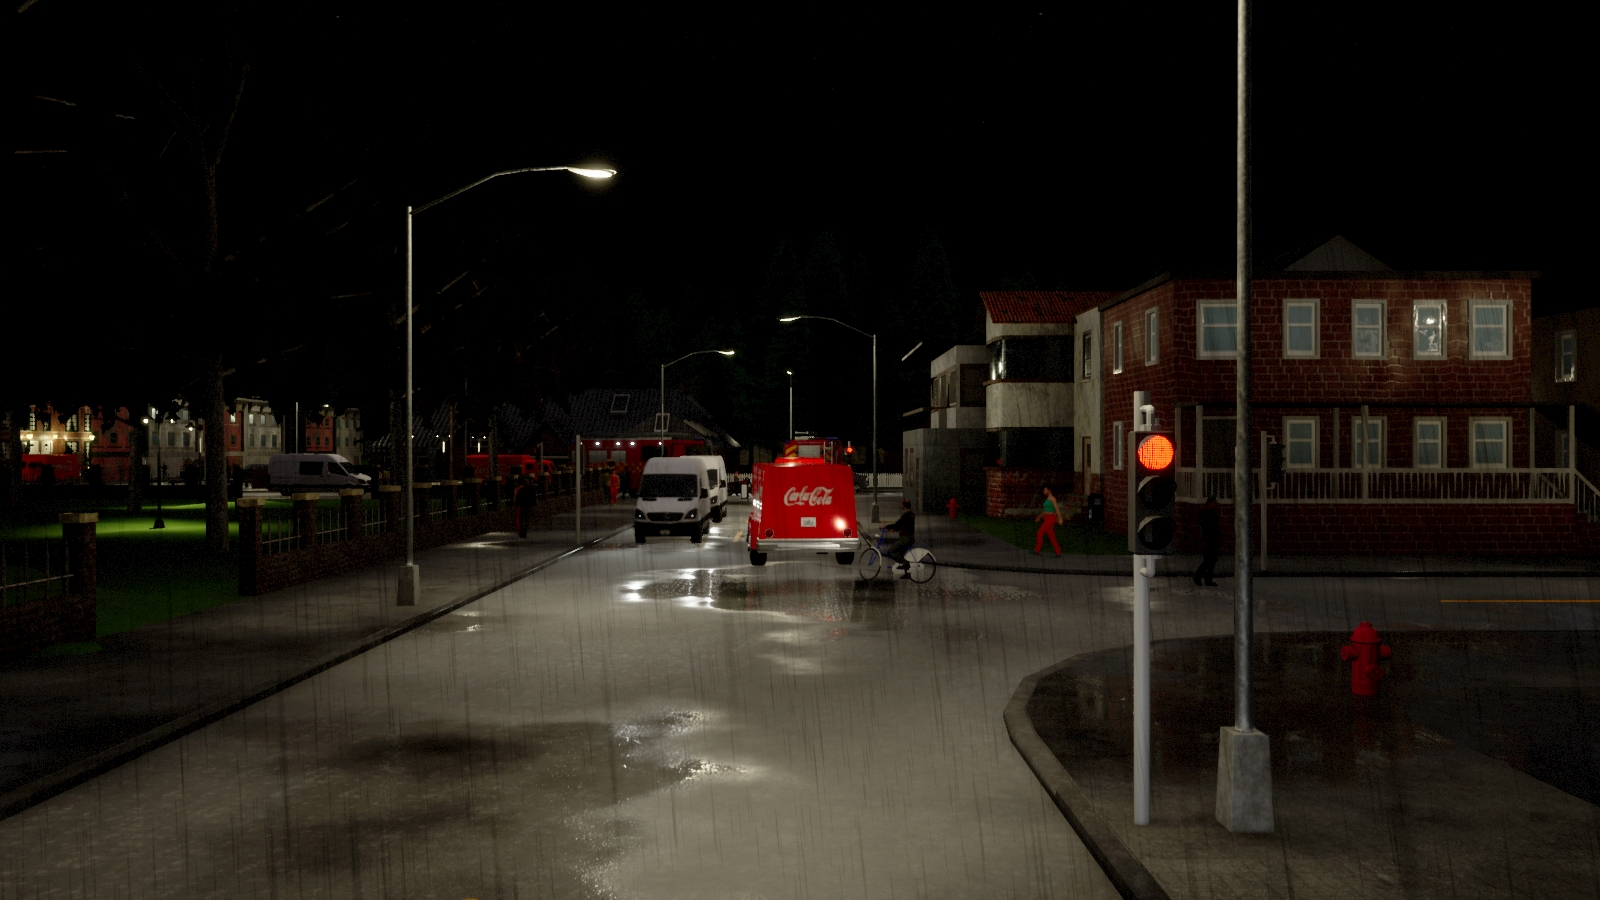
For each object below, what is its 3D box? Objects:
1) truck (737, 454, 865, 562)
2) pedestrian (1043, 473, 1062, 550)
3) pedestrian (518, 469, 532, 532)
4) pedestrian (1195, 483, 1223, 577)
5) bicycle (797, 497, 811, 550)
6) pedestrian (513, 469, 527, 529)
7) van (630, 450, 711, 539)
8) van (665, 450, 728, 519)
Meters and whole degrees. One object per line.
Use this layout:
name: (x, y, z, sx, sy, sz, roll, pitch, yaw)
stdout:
truck: (-0.107, 1.336, 28.945, 2.627, 2.467, 5.204, 0, 0, -7)
pedestrian: (6.162, 1.504, 27.885, 0.375, 1.860, 0.375, 0, 0, -3)
pedestrian: (-8.279, 1.510, 34.378, 0.375, 1.860, 0.375, 0, 0, -21)
pedestrian: (8.318, 1.618, 23.236, 0.375, 1.860, 0.375, 0, 0, -30)
bicycle: (0.094, 1.927, 30.359, 0.329, 1.271, 1.835, 0, 0, -1)
pedestrian: (-8.690, 1.509, 35.483, 0.375, 1.860, 0.375, 0, 0, -19)
van: (-3.973, 1.300, 35.975, 1.988, 2.561, 5.915, 0, 0, -1)
van: (-4.031, 1.295, 45.556, 1.988, 2.561, 5.915, 0, 0, 0)
